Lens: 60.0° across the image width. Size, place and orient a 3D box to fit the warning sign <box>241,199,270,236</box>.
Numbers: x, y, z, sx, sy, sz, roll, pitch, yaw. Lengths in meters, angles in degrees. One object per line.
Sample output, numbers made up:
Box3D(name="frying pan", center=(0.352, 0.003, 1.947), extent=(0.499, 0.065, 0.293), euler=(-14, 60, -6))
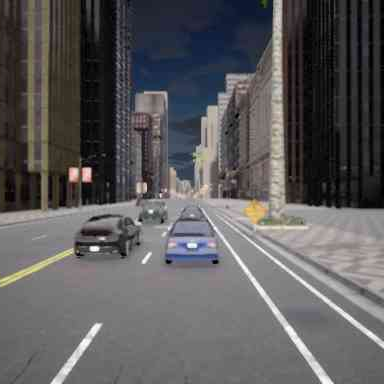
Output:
Box3D(name="warning sign", center=(3.231, 1.289, 17.136), extent=(1.300, 1.860, 1.060), euler=(0, 0, 0))

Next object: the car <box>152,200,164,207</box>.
Box3D(name="car", center=(-6.510, 2.266, 64.519), extent=(1.895, 1.301, 4.718), euler=(0, -1, 1))

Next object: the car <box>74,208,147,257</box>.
Box3D(name="car", center=(-3.232, 1.645, 13.509), extent=(1.837, 1.490, 4.892), euler=(0, 0, 0))

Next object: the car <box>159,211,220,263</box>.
Box3D(name="car", center=(0.009, 1.675, 12.518), extent=(2.033, 1.411, 5.357), euler=(0, -1, 0))

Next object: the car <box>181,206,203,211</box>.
Box3D(name="car", center=(0.024, 1.853, 28.474), extent=(1.994, 1.385, 4.181), euler=(0, 0, 0))

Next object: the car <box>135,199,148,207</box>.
Box3D(name="car", center=(-9.759, 2.169, 64.524), extent=(1.837, 1.490, 4.892), euler=(0, -1, 1))

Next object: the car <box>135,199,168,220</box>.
Box3D(name="car", center=(-3.229, 1.639, 28.424), extent=(2.097, 1.767, 4.553), euler=(0, -1, 0))
